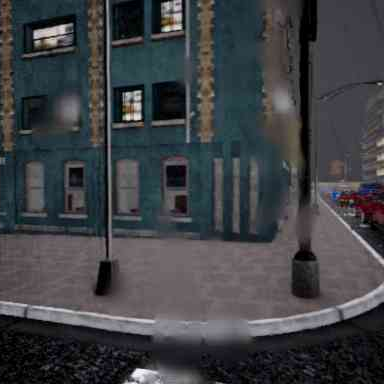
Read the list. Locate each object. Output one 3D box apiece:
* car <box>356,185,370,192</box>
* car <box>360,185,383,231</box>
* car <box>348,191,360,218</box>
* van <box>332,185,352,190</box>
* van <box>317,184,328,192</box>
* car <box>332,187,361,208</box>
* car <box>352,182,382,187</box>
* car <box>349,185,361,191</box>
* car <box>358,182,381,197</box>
[{"bbox_3d":[35.087,-0.689,68.342,1.887,1.381,4.507,0,2,18],"label":"car"},{"bbox_3d":[8.265,0.804,12.930,2.192,1.841,5.009,0,2,18],"label":"car"},{"bbox_3d":[10.025,0.875,18.201,1.887,1.381,4.507,0,2,18],"label":"car"},{"bbox_3d":[15.300,0.193,33.986,1.690,1.788,3.998,0,2,18],"label":"van"},{"bbox_3d":[25.853,-0.771,65.567,1.690,1.788,3.998,0,2,18],"label":"van"},{"bbox_3d":[13.542,0.556,28.728,1.887,1.381,4.507,0,2,18],"label":"car"},{"bbox_3d":[17.234,0.124,31.957,2.150,2.045,5.566,0,2,19],"label":"car"},{"bbox_3d":[38.604,-1.008,78.869,2.008,1.369,4.403,0,2,18],"label":"car"},{"bbox_3d":[25.999,-0.406,48.929,2.150,2.045,5.566,0,2,18],"label":"car"}]
